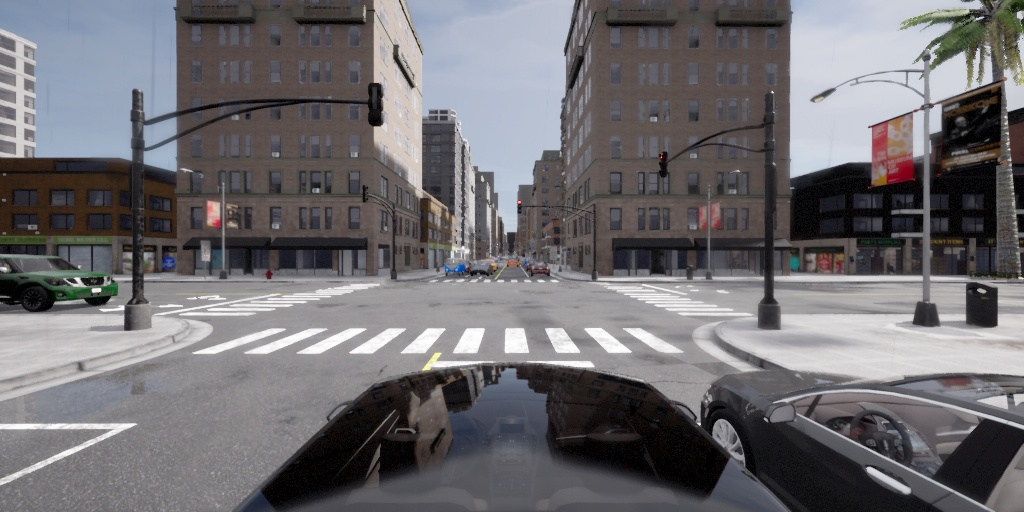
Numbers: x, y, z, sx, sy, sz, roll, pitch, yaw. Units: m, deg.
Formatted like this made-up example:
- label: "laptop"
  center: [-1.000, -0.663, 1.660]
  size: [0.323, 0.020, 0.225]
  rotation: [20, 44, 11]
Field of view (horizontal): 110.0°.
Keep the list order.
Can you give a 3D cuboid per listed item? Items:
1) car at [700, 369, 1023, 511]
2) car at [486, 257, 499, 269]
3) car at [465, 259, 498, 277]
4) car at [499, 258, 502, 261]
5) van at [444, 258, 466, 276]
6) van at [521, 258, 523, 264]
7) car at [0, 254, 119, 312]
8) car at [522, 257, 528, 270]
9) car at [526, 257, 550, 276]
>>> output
- label: "car"
  center: [2.668, 1.300, 1.763]
  size: [2.007, 1.370, 4.403]
  rotation: [0, 0, 0]
- label: "car"
  center: [-3.001, 1.231, 46.323]
  size: [1.882, 1.535, 5.008]
  rotation: [0, 0, 0]
- label: "car"
  center: [-2.997, 1.299, 36.621]
  size: [2.033, 1.411, 5.357]
  rotation: [0, 0, 4]
- label: "car"
  center: [-2.969, 1.354, 56.241]
  size: [1.895, 1.301, 4.718]
  rotation: [0, 0, 0]
- label: "van"
  center: [-5.783, 1.093, 36.431]
  size: [1.690, 1.789, 3.998]
  rotation: [0, 0, 0]
- label: "van"
  center: [2.798, 1.094, 59.090]
  size: [1.690, 1.789, 3.998]
  rotation: [0, 0, 0]
- label: "car"
  center: [-18.522, 0.949, 13.578]
  size: [5.566, 2.045, 2.150]
  rotation: [0, 0, 0]
- label: "car"
  center: [2.771, 1.193, 47.751]
  size: [1.967, 1.591, 4.097]
  rotation: [0, 0, 0]
- label: "car"
  center: [2.743, 1.192, 36.413]
  size: [1.967, 1.591, 4.097]
  rotation: [0, 0, 0]
